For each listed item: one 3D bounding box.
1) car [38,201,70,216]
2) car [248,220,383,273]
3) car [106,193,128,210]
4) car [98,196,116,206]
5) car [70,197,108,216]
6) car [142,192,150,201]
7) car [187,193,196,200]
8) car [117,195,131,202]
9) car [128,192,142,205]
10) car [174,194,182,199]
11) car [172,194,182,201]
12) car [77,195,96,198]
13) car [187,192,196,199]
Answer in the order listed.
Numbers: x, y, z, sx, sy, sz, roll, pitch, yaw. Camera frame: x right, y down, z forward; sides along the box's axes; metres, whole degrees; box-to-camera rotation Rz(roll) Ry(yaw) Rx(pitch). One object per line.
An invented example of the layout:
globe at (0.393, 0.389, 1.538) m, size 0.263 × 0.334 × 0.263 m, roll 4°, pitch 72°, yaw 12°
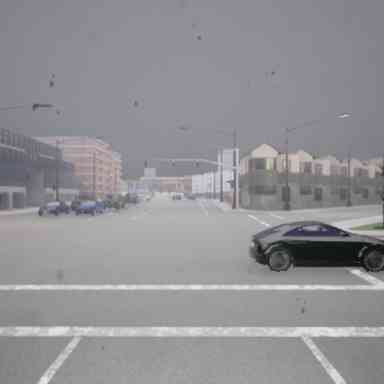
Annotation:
car at (-14.161, 1.673, 34.470) m, size 1.812 × 1.442 × 4.674 m, roll 0°, pitch 0°, yaw 0°
car at (3.856, 1.587, 10.244) m, size 4.181 × 1.385 × 1.994 m, roll 0°, pitch 0°, yaw 0°
car at (-10.665, 1.364, 45.230) m, size 2.150 × 2.045 × 5.566 m, roll 0°, pitch 0°, yaw 0°
car at (-14.173, 1.529, 55.834) m, size 1.812 × 1.442 × 4.674 m, roll 0°, pitch 1°, yaw 0°
car at (-10.659, 1.626, 34.907) m, size 1.882 × 1.535 × 5.008 m, roll 0°, pitch 0°, yaw 0°
car at (-10.621, 0.958, 73.023) m, size 2.150 × 2.045 × 5.566 m, roll 0°, pitch 0°, yaw 0°
car at (-0.130, 1.321, 78.080) m, size 1.895 × 1.301 × 4.718 m, roll 0°, pitch -1°, yaw 0°
car at (-14.115, 1.314, 69.389) m, size 1.994 × 1.385 × 4.181 m, roll 0°, pitch 1°, yaw 0°
car at (-10.672, 1.169, 58.403) m, size 2.150 × 2.045 × 5.566 m, roll 0°, pitch 2°, yaw 0°
car at (-3.646, 1.267, 88.087) m, size 1.895 × 1.301 × 4.718 m, roll 0°, pitch -1°, yaw 0°
car at (-3.629, 1.246, 77.629) m, size 2.128 × 1.511 × 4.902 m, roll 0°, pitch -1°, yaw 0°
car at (-14.168, 1.372, 44.040) m, size 2.150 × 2.045 × 5.566 m, roll 0°, pitch 1°, yaw 0°
car at (-0.146, 1.027, 88.039) m, size 2.097 × 1.767 × 4.553 m, roll 0°, pitch -1°, yaw 0°
